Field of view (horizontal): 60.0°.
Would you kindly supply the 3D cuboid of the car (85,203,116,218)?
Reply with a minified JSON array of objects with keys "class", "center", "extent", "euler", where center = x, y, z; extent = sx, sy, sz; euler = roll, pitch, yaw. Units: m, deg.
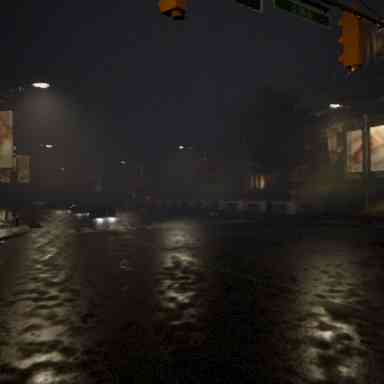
[{"class":"car","center":[-9.602,1.951,35.456],"extent":[1.994,1.385,4.181],"euler":[0,-1,-30]}]

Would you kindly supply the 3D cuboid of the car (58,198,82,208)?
[{"class":"car","center":[-23.617,2.105,64.394],"extent":[4.553,1.767,2.097],"euler":[-1,-1,32]}]

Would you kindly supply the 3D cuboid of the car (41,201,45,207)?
[{"class":"car","center":[-24.761,2.225,60.972],"extent":[4.902,1.511,2.128],"euler":[-1,-1,35]}]

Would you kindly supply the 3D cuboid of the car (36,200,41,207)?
[{"class":"car","center":[-32.619,2.333,68.966],"extent":[4.674,1.442,1.812],"euler":[-1,-1,17]}]

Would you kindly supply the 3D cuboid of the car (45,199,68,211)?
[{"class":"car","center":[-21.107,2.112,52.951],"extent":[1.882,1.535,5.008],"euler":[0,-1,-43]}]

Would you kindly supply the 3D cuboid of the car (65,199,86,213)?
[{"class":"car","center":[-14.926,2.057,44.462],"extent":[2.033,1.411,5.357],"euler":[0,-1,-32]}]

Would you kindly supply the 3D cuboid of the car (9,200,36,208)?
[{"class":"car","center":[-33.891,2.326,65.706],"extent":[4.674,1.442,1.812],"euler":[-1,-1,17]}]
